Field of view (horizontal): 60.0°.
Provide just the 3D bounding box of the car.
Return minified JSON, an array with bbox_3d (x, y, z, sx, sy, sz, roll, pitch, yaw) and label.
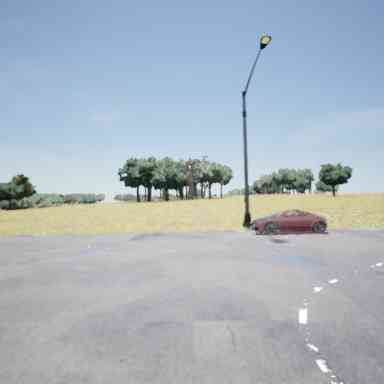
[{"bbox_3d":[5.608,1.709,19.320,4.181,1.385,1.994,-1,-2,-1],"label":"car"}]
